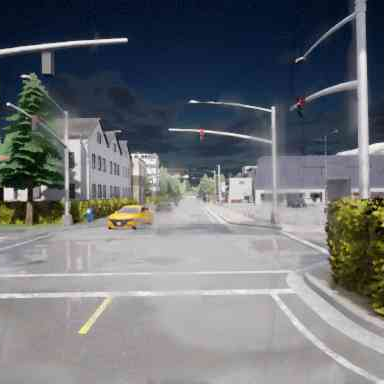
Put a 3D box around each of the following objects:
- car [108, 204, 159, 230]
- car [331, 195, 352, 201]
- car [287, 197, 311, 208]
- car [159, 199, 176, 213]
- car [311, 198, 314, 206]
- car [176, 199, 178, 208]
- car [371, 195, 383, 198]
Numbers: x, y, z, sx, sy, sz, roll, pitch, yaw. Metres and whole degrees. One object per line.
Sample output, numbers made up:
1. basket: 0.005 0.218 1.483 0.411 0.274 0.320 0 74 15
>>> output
1. car: -4.046 1.678 22.914 1.882 1.535 5.008 0 0 11
2. car: 25.489 1.398 56.545 2.152 1.636 5.027 -1 -1 0
3. car: 15.429 1.629 49.148 2.007 1.523 4.514 -1 -1 0
4. car: -3.589 1.930 43.743 2.033 1.411 5.357 -1 0 0
5. car: 19.075 1.573 56.206 1.970 1.475 3.806 -1 -1 0
6. car: -3.486 1.979 60.553 2.128 1.511 4.902 -1 -1 0
7. car: 19.120 1.183 31.280 1.905 1.878 3.866 -1 -1 0
